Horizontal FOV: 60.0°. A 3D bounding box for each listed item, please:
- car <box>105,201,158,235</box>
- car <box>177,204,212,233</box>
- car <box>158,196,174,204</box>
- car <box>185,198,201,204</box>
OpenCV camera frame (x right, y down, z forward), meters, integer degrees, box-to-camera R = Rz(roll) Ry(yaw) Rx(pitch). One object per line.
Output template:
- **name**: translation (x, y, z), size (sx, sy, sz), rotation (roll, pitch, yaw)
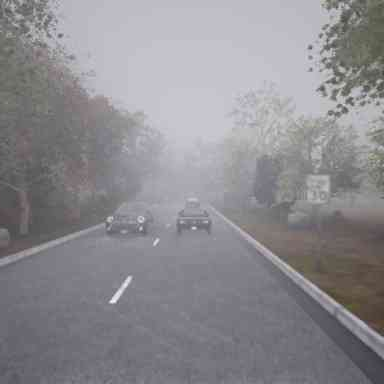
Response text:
- **car**: translation (-3.341, 1.364, 18.632), size (2.097, 1.767, 4.553), rotation (0, 0, 0)
- **car**: translation (0.108, 1.614, 19.767), size (1.895, 1.301, 4.718), rotation (0, 0, 0)
- **car**: translation (-4.850, 1.503, 61.745), size (1.994, 1.385, 4.181), rotation (2, -1, -29)
- **car**: translation (0.116, 1.479, 42.773), size (1.882, 1.535, 5.008), rotation (0, 0, 0)
